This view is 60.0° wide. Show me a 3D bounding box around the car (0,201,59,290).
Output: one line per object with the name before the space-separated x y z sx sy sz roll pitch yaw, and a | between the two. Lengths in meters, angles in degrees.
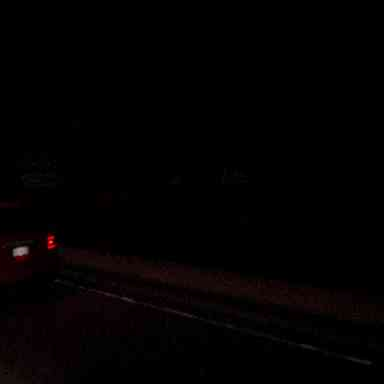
car | -5.523 1.241 7.920 5.566 2.045 2.150 0 0 34
